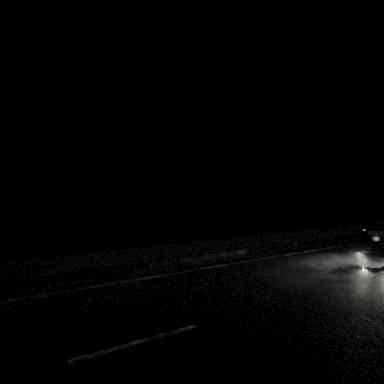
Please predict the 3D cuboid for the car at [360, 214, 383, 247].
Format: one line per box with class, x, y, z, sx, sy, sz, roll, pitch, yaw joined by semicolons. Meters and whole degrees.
car;9.023;1.524;14.106;4.902;1.511;2.128;0;0;-35
